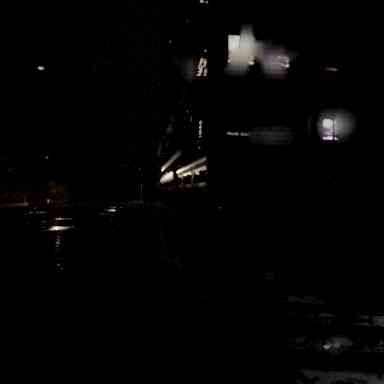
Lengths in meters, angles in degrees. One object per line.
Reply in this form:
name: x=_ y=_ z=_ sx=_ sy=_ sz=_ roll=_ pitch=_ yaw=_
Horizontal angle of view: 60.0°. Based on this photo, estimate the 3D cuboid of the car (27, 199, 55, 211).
car: x=-17.930 y=1.512 z=39.646 sx=1.895 sy=1.301 sz=4.718 roll=1 pitch=0 yaw=-8
